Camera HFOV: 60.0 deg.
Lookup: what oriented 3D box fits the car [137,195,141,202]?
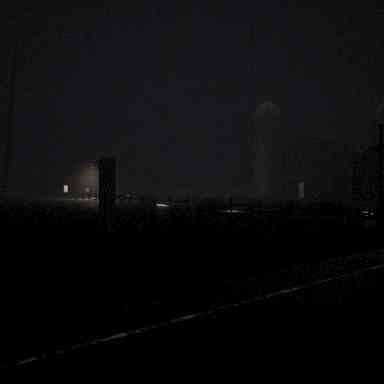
[{"bbox_3d":[-7.829,0.850,58.073,2.097,1.767,4.553,-1,1,-35],"label":"car"}]

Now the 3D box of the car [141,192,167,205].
[{"bbox_3d":[-5.471,1.162,49.898,1.994,1.385,4.181,-1,1,-35],"label":"car"}]

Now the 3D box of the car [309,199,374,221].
[{"bbox_3d":[11.767,1.377,26.488,1.837,1.490,4.892,-1,1,-41],"label":"car"}]

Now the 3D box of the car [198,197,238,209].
[{"bbox_3d":[2.861,1.282,38.330,2.033,1.411,5.357,-1,1,-36],"label":"car"}]

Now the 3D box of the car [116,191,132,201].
[{"bbox_3d":[-13.611,0.753,66.016,2.097,1.767,4.553,-1,1,-36],"label":"car"}]
